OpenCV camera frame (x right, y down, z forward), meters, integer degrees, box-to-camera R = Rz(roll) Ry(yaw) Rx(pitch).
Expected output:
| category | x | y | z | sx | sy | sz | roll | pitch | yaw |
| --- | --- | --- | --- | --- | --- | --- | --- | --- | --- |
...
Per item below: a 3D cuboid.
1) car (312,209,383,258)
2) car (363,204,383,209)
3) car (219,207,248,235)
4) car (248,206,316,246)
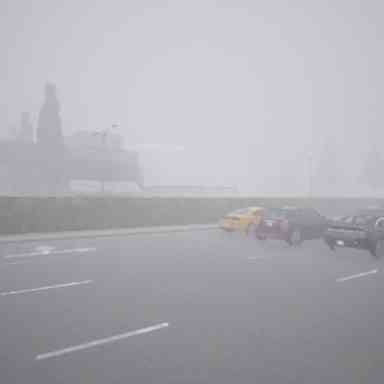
| category | x | y | z | sx | sy | sz | roll | pitch | yaw |
| --- | --- | --- | --- | --- | --- | --- | --- | --- | --- |
| car | 7.333 | 1.641 | 13.379 | 4.902 | 1.511 | 2.128 | 1 | 0 | -35 |
| car | 16.095 | 1.796 | 28.216 | 5.008 | 1.535 | 1.882 | 0 | 0 | -35 |
| car | 3.871 | 1.633 | 19.500 | 5.008 | 1.535 | 1.882 | 0 | 0 | -35 |
| car | 5.239 | 1.498 | 16.184 | 4.553 | 1.767 | 2.097 | 1 | -1 | -35 |
